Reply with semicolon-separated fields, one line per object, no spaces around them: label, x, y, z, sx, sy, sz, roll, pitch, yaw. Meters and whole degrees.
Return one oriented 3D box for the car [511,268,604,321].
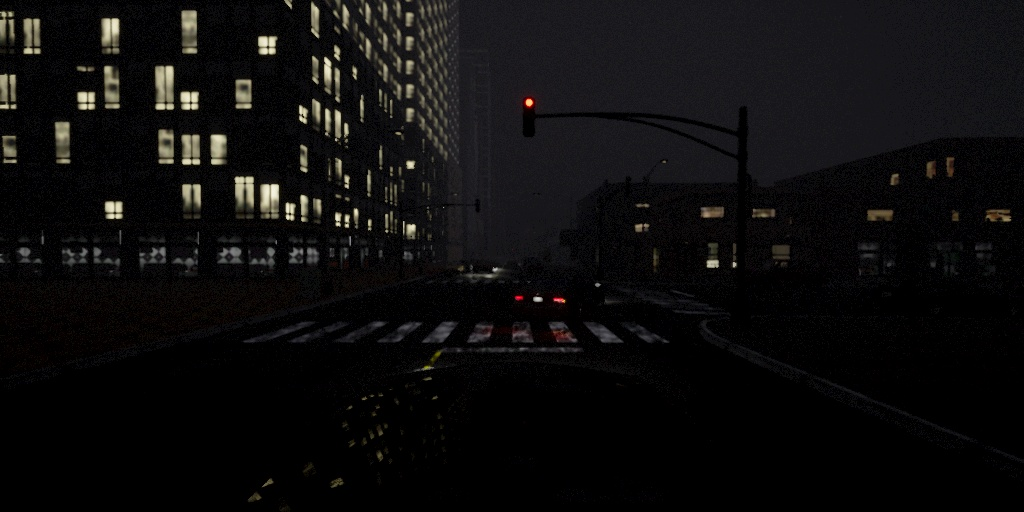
car;1.797;1.258;12.364;2.033;1.411;5.357;0;0;25

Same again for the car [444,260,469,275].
car;-5.830;1.145;36.604;1.751;1.417;4.829;0;0;0

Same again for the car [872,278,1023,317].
car;16.410;1.507;13.704;4.313;1.339;1.948;0;0;1

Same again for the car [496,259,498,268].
car;-3.075;1.044;54.962;2.128;1.511;4.902;0;0;0

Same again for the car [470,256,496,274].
car;-3.098;1.088;39.271;1.882;1.535;5.008;0;0;0

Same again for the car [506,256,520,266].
car;-0.002;1.081;64.858;1.994;1.385;4.181;0;0;0

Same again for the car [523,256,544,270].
car;2.688;1.039;42.363;1.967;1.591;4.097;0;0;0

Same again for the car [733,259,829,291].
car;16.516;1.096;22.081;5.009;1.841;2.192;0;0;1

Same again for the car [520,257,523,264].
car;2.687;0.873;53.651;2.192;1.841;5.009;0;0;0
